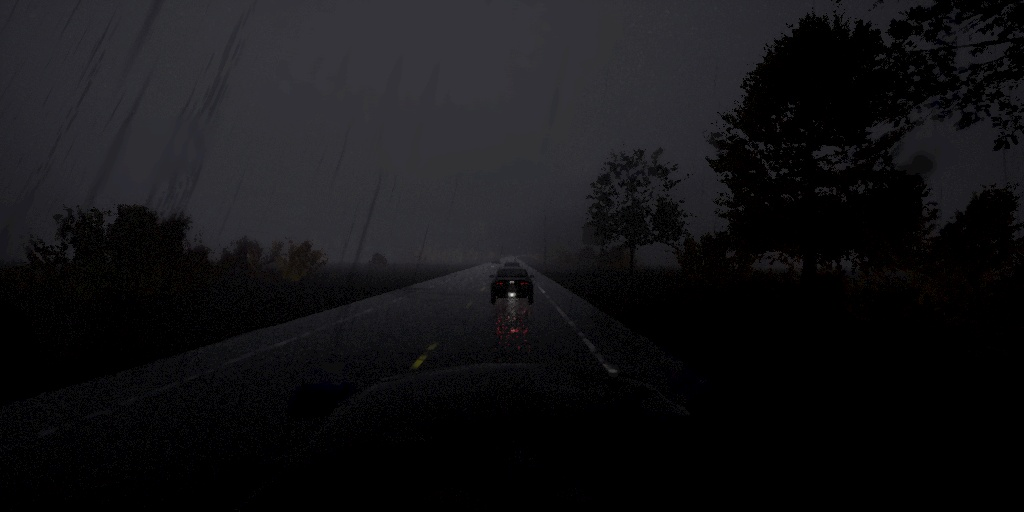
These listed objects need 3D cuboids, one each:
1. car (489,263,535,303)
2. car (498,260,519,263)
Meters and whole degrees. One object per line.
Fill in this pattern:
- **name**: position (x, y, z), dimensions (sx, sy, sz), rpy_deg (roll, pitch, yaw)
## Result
- **car**: position (0.000, 1.267, 16.502), dimensions (1.837, 1.490, 4.892), rpy_deg (0, 0, 0)
- **car**: position (0.000, 1.259, 31.504), dimensions (1.837, 1.490, 4.892), rpy_deg (0, 0, 0)
